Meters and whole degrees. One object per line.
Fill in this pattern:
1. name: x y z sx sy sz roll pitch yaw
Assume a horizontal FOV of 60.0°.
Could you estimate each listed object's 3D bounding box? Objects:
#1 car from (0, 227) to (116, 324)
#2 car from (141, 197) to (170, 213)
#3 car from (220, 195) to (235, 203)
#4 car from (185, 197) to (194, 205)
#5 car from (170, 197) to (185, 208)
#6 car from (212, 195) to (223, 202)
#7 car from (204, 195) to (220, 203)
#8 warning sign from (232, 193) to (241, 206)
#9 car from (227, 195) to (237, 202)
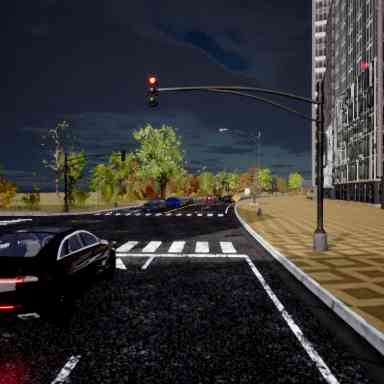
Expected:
1. car: -2.993 1.491 7.121 2.128 1.511 4.902 0 0 1
2. car: -4.319 1.547 38.041 2.033 1.411 5.357 0 0 6
3. car: 7.488 1.493 70.118 1.882 1.535 5.008 0 0 12
4. car: -0.875 1.554 61.710 2.033 1.411 5.357 0 0 10
5. car: -2.850 1.480 49.496 1.882 1.535 5.008 0 0 8
6. car: 6.327 1.495 80.564 1.882 1.535 5.008 0 0 14
7. car: 3.867 1.363 68.437 2.097 1.767 4.553 0 0 11
8. warning sign: 6.460 1.122 48.222 1.300 1.860 1.060 0 0 8
9. car: 9.621 1.498 80.376 1.882 1.535 5.008 0 0 14
